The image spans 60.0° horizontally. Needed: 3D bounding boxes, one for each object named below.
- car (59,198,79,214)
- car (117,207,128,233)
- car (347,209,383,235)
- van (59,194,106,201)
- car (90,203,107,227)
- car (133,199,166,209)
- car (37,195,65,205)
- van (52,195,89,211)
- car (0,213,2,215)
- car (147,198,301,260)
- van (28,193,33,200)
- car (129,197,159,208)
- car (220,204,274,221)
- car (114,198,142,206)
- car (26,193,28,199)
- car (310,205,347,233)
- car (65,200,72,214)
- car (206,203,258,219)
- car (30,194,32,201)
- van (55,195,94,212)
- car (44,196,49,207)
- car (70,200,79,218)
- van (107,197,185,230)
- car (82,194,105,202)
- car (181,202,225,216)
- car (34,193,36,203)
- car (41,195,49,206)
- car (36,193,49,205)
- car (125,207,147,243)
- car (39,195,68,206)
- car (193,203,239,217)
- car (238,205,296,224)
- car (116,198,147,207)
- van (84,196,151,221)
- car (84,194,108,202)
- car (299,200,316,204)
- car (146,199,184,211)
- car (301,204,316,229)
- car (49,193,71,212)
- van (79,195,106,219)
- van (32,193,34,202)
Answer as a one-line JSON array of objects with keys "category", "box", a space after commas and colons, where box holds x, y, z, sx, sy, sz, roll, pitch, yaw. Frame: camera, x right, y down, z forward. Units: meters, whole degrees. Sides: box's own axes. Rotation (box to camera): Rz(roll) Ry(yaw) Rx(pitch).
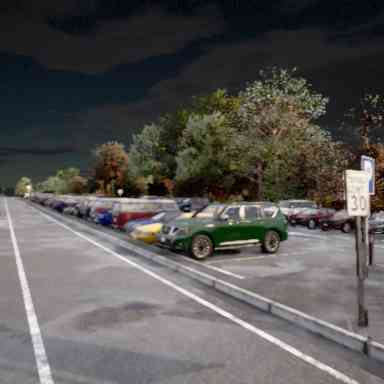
[{"category": "car", "box": [-11.081, 1.732, 35.390, 4.892, 1.521, 2.231, 1, -1, -30]}, {"category": "car", "box": [-1.388, 1.732, 18.320, 4.674, 1.452, 2.002, 1, -1, -30]}, {"category": "car", "box": [12.327, 1.910, 20.664, 4.892, 1.521, 2.231, 1, -1, -30]}, {"category": "van", "box": [-12.368, 1.502, 37.887, 4.442, 1.987, 1.878, 1, -1, -30]}, {"category": "car", "box": [-4.164, 1.713, 23.191, 5.008, 1.535, 2.097, 1, -1, -30]}, {"category": "car", "box": [-6.903, 1.944, 54.440, 4.792, 1.488, 2.163, 1, 0, -30]}, {"category": "car", "box": [-26.343, 1.490, 62.187, 4.553, 1.767, 2.185, 1, 0, -30]}, {"category": "van", "box": [-16.521, 1.469, 45.198, 4.442, 1.987, 1.878, 1, 0, -30]}, {"category": "car", "box": [-11.765, 1.541, 18.422, 2.128, 1.511, 4.902, 1, -1, -30]}, {"category": "car", "box": [1.359, 1.418, 13.434, 5.566, 2.045, 2.435, 1, -1, -30]}, {"category": "van", "box": [-34.723, 1.322, 76.770, 4.442, 1.987, 1.878, 1, 0, -30]}, {"category": "car", "box": [-8.220, 1.779, 56.885, 4.553, 1.767, 2.185, 1, 0, -30]}, {"category": "car", "box": [5.460, 1.960, 32.726, 5.008, 1.535, 2.097, 1, -1, -30]}, {"category": "car", "box": [-12.357, 1.873, 64.112, 4.892, 1.521, 2.231, 1, 0, -30]}, {"category": "car", "box": [-37.233, 1.528, 81.793, 5.366, 1.575, 1.946, 1, 0, -30]}, {"category": "car", "box": [10.954, 1.919, 23.077, 5.008, 1.535, 2.097, 1, -1, -30]}, {"category": "car", "box": [-9.705, 1.775, 32.948, 4.674, 1.452, 2.002, 1, -1, -30]}, {"category": "car", "box": [4.253, 1.966, 35.234, 5.366, 1.575, 1.946, 1, -1, -30]}, {"category": "car", "box": [-30.476, 1.582, 69.511, 5.008, 1.535, 2.097, 1, 0, -30]}, {"category": "van", "box": [-15.137, 1.481, 42.760, 4.442, 1.987, 1.878, 1, 0, -30]}, {"category": "car", "box": [-18.017, 1.683, 47.574, 4.892, 1.521, 2.231, 1, 0, -30]}, {"category": "car", "box": [-8.290, 1.765, 30.522, 4.792, 1.488, 2.163, 1, -1, -30]}, {"category": "van", "box": [-2.670, 1.479, 20.817, 4.442, 1.987, 1.878, 1, -1, -30]}, {"category": "car", "box": [-26.155, 1.510, 88.343, 5.566, 2.045, 2.435, 1, 0, -30]}, {"category": "car", "box": [1.373, 1.999, 39.987, 4.792, 1.488, 2.163, 1, 0, -30]}, {"category": "car", "box": [-23.570, 1.386, 57.314, 5.566, 2.045, 2.435, 1, 0, -30]}, {"category": "car", "box": [-20.783, 1.700, 52.450, 4.674, 1.452, 2.002, 1, 0, -30]}, {"category": "car", "box": [-22.185, 1.397, 54.876, 5.566, 2.045, 2.435, 1, 0, -30]}, {"category": "car", "box": [-0.166, 1.674, 15.791, 5.366, 1.575, 1.946, 1, -1, -30]}, {"category": "car", "box": [-24.959, 1.501, 59.749, 4.553, 1.767, 2.185, 1, 0, -30]}, {"category": "car", "box": [2.697, 2.001, 37.538, 4.792, 1.488, 2.163, 1, -1, -30]}, {"category": "car", "box": [6.831, 1.953, 30.310, 4.892, 1.521, 2.231, 1, -1, -30]}, {"category": "car", "box": [-11.152, 1.876, 61.604, 5.366, 1.575, 1.946, 1, 0, -30]}, {"category": "van", "box": [-5.645, 1.496, 25.580, 4.442, 1.987, 1.878, 1, -1, -30]}, {"category": "car", "box": [-24.840, 1.520, 86.029, 5.566, 2.045, 2.435, 1, 0, -30]}, {"category": "car", "box": [8.186, 1.689, 27.890, 5.566, 2.045, 2.435, 1, -1, -30]}, {"category": "car", "box": [-3.974, 1.938, 49.719, 5.366, 1.575, 1.946, 1, 0, -30]}, {"category": "car", "box": [9.583, 1.930, 25.490, 5.008, 1.535, 2.097, 1, -1, -30]}, {"category": "car", "box": [-13.877, 1.463, 40.251, 5.566, 2.045, 2.435, 1, 0, -30]}, {"category": "van", "box": [-6.826, 1.506, 28.131, 4.442, 1.987, 1.878, 1, -1, -30]}, {"category": "van", "box": [-29.185, 1.366, 67.020, 4.442, 1.987, 1.878, 1, 0, -30]}]
